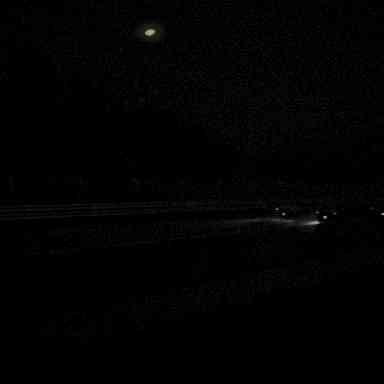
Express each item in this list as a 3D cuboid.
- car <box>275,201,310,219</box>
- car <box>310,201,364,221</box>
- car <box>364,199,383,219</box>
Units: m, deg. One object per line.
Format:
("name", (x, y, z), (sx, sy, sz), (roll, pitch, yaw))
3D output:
("car", (9.077, 1.451, 27.674), (4.718, 1.301, 1.895), (0, 0, -36))
("car", (11.605, 1.394, 25.180), (5.357, 1.411, 2.033), (0, 0, -36))
("car", (14.581, 1.062, 23.002), (5.566, 2.045, 2.150), (0, 0, -36))
